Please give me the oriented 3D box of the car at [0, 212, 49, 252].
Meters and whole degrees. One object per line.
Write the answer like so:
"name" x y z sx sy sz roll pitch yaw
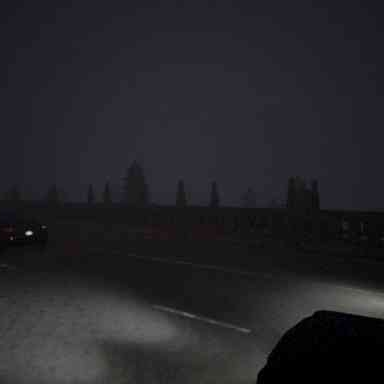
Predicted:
"car" -7.916 1.559 14.007 4.181 1.385 1.994 0 0 36

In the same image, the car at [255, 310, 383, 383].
"car" 2.771 1.604 2.067 4.718 1.301 1.895 0 0 35
